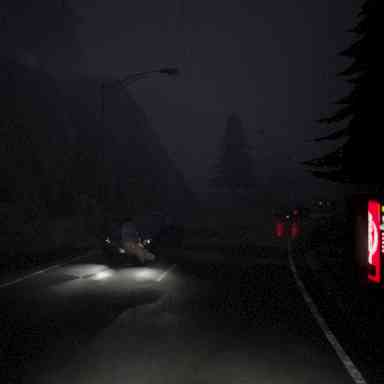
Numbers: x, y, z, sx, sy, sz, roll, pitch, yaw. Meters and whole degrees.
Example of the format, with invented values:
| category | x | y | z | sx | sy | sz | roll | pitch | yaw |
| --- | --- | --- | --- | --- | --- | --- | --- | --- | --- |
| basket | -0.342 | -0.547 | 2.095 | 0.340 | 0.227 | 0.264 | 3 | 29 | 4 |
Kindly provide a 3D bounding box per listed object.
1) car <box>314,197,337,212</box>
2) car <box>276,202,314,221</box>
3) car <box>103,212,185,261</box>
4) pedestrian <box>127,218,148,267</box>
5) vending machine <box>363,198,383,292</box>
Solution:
| category | x | y | z | sx | sy | sz | roll | pitch | yaw |
| --- | --- | --- | --- | --- | --- | --- | --- | --- | --- |
| car | 15.715 | 1.352 | 39.434 | 2.097 | 1.767 | 4.553 | 0 | 0 | 32 |
| car | 8.373 | 1.601 | 27.232 | 1.895 | 1.301 | 4.718 | 0 | 0 | 29 |
| car | -1.579 | 1.528 | 12.586 | 1.812 | 1.442 | 4.674 | 0 | 0 | 14 |
| pedestrian | -1.678 | 1.294 | 10.184 | 0.375 | 1.860 | 0.375 | 0 | 0 | 12 |
| vending machine | 4.747 | 1.195 | 7.797 | 1.100 | 2.100 | 0.880 | 0 | 0 | 11 |
